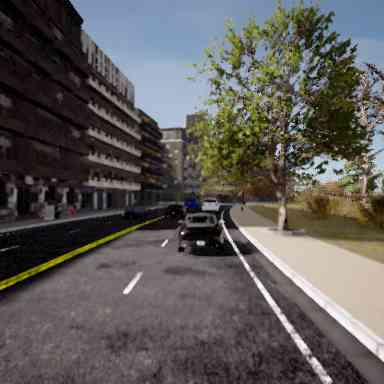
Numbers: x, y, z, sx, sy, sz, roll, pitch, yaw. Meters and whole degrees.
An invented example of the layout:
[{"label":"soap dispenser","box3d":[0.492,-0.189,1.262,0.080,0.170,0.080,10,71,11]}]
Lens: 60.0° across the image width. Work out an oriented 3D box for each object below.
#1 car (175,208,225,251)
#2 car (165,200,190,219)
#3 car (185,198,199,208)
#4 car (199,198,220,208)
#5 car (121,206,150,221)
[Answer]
[{"label":"car","box3d":[0.421,1.707,15.101,1.837,1.490,4.892,0,0,2]},{"label":"car","box3d":[-1.610,1.957,35.238,1.882,1.535,5.008,0,-1,5]},{"label":"car","box3d":[-0.004,1.942,51.056,2.150,2.045,5.566,0,-1,8]},{"label":"car","box3d":[2.585,1.850,44.986,2.150,2.045,5.566,0,-1,6]},{"label":"car","box3d":[-5.323,1.988,31.595,1.994,1.385,4.181,0,-1,5]}]
